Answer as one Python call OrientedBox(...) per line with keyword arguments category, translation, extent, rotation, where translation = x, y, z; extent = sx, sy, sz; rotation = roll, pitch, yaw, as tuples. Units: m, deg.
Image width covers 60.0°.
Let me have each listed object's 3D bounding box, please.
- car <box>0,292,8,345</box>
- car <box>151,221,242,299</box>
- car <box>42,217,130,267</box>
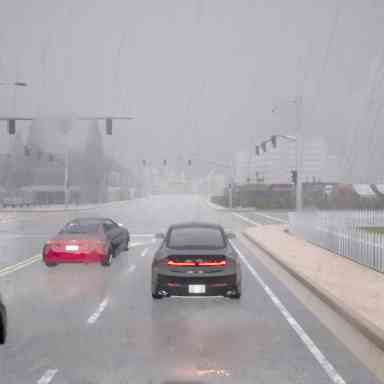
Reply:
OrientedBox(category="car", translation=(-3.408, 1.492, 2.570), extent=(2.128, 1.511, 4.902), rotation=(0, 0, 0))
OrientedBox(category="car", translation=(0.087, 1.505, 8.440), extent=(1.837, 1.490, 4.892), rotation=(0, 0, 0))
OrientedBox(category="car", translation=(-3.418, 1.564, 11.479), extent=(1.994, 1.385, 4.181), rotation=(0, 0, 0))
